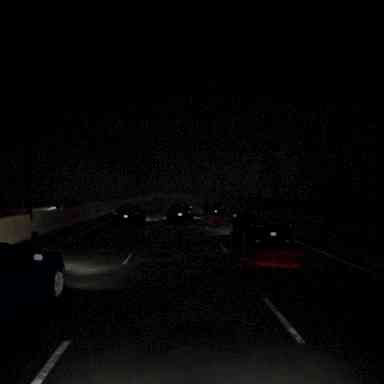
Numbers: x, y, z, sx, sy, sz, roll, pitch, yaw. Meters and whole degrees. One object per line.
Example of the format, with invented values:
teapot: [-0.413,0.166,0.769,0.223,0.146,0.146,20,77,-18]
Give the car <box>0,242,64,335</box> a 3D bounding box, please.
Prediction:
car: [-3.631,1.475,5.190,1.882,1.535,5.008,0,0,-1]

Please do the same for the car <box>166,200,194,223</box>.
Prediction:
car: [-0.922,1.520,25.104,1.994,1.385,4.181,0,0,-3]

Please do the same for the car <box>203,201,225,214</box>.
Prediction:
car: [2.183,1.541,34.058,1.895,1.301,4.718,0,0,-3]

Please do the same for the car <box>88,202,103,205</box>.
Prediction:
car: [-12.416,1.477,42.916,1.812,1.442,4.674,0,0,-2]

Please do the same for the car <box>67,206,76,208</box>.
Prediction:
car: [-15.920,1.449,42.975,2.128,1.511,4.902,0,0,-2]

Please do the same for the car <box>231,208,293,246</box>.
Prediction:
car: [3.008,1.447,15.175,1.882,1.535,5.008,0,0,-2]

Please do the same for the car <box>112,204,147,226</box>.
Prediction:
car: [-4.355,1.533,23.440,1.994,1.385,4.181,0,0,-3]
